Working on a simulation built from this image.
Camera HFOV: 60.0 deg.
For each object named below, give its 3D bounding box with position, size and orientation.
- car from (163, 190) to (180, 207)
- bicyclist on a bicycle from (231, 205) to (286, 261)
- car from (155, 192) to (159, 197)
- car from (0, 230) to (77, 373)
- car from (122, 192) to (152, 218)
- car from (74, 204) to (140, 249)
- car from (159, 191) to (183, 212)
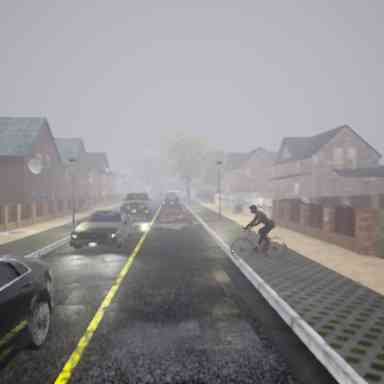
[{"bbox_3d":[-2.843,0.839,46.268,2.150,2.045,5.566,-1,1,-3],"label":"car"},{"bbox_3d":[1.933,1.193,9.644,1.656,1.620,0.582,-1,0,-4],"label":"bicyclist on a bicycle"},{"bbox_3d":[-7.600,0.696,77.375,1.882,1.535,5.008,-1,1,-4],"label":"car"},{"bbox_3d":[-2.988,1.501,3.353,2.128,1.511,4.902,-1,0,-4],"label":"car"},{"bbox_3d":[-4.524,1.037,27.768,2.150,2.045,5.566,-1,1,-3],"label":"car"},{"bbox_3d":[-3.698,1.470,14.535,2.033,1.411,5.357,-1,0,-3],"label":"car"},{"bbox_3d":[-2.048,1.074,34.249,2.097,1.767,4.553,-1,0,-3],"label":"car"}]
